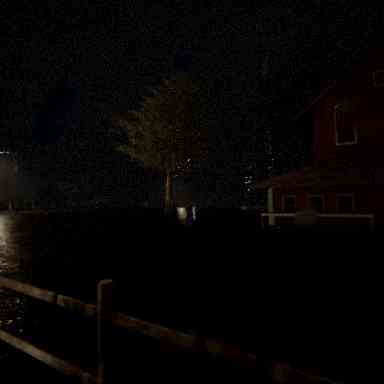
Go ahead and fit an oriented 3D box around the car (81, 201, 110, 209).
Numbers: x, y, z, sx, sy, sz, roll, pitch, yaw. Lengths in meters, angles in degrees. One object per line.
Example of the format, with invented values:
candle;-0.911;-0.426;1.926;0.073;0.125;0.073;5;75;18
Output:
car;-17.509;2.310;60.489;2.033;1.411;5.357;-2;-2;37
